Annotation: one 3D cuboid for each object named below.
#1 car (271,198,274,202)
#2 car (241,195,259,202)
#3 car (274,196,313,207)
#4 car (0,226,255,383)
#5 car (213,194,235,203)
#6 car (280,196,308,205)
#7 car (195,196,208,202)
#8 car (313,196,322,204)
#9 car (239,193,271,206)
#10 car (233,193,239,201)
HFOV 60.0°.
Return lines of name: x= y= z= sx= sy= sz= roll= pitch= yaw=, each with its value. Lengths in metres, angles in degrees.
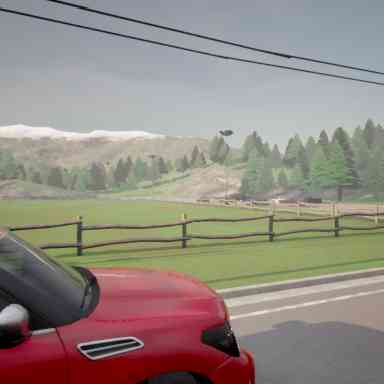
car: x=15.610 y=1.525 z=60.346 sx=1.812 sy=1.442 sz=4.674 roll=0 pitch=0 yaw=-24
car: x=14.049 y=1.500 z=80.840 sx=1.837 sy=1.490 sz=4.892 roll=0 pitch=0 yaw=-24
car: x=15.676 y=1.547 z=51.581 sx=2.033 sy=1.411 sz=5.357 roll=0 pitch=0 yaw=-24
car: x=-2.223 y=1.222 z=2.583 sx=5.566 sy=2.045 sz=2.150 roll=0 pitch=0 yaw=-24
car: x=6.463 y=1.540 z=72.071 sx=2.033 sy=1.411 sz=5.357 roll=0 pitch=0 yaw=-24
car: x=18.836 y=1.491 z=61.704 sx=2.128 sy=1.511 sz=4.902 roll=0 pitch=0 yaw=-24
car: x=2.171 y=1.555 z=73.131 sx=1.994 sy=1.385 sz=4.181 roll=0 pitch=0 yaw=-24
car: x=22.175 y=1.477 z=62.808 sx=1.882 sy=1.535 sz=5.008 roll=0 pitch=0 yaw=-24
car: x=10.346 y=1.351 z=54.957 sx=2.097 sy=1.767 sz=4.553 roll=0 pitch=0 yaw=-24
car: x=8.021 y=1.525 z=77.169 sx=2.128 sy=1.511 sz=4.902 roll=0 pitch=0 yaw=-24
